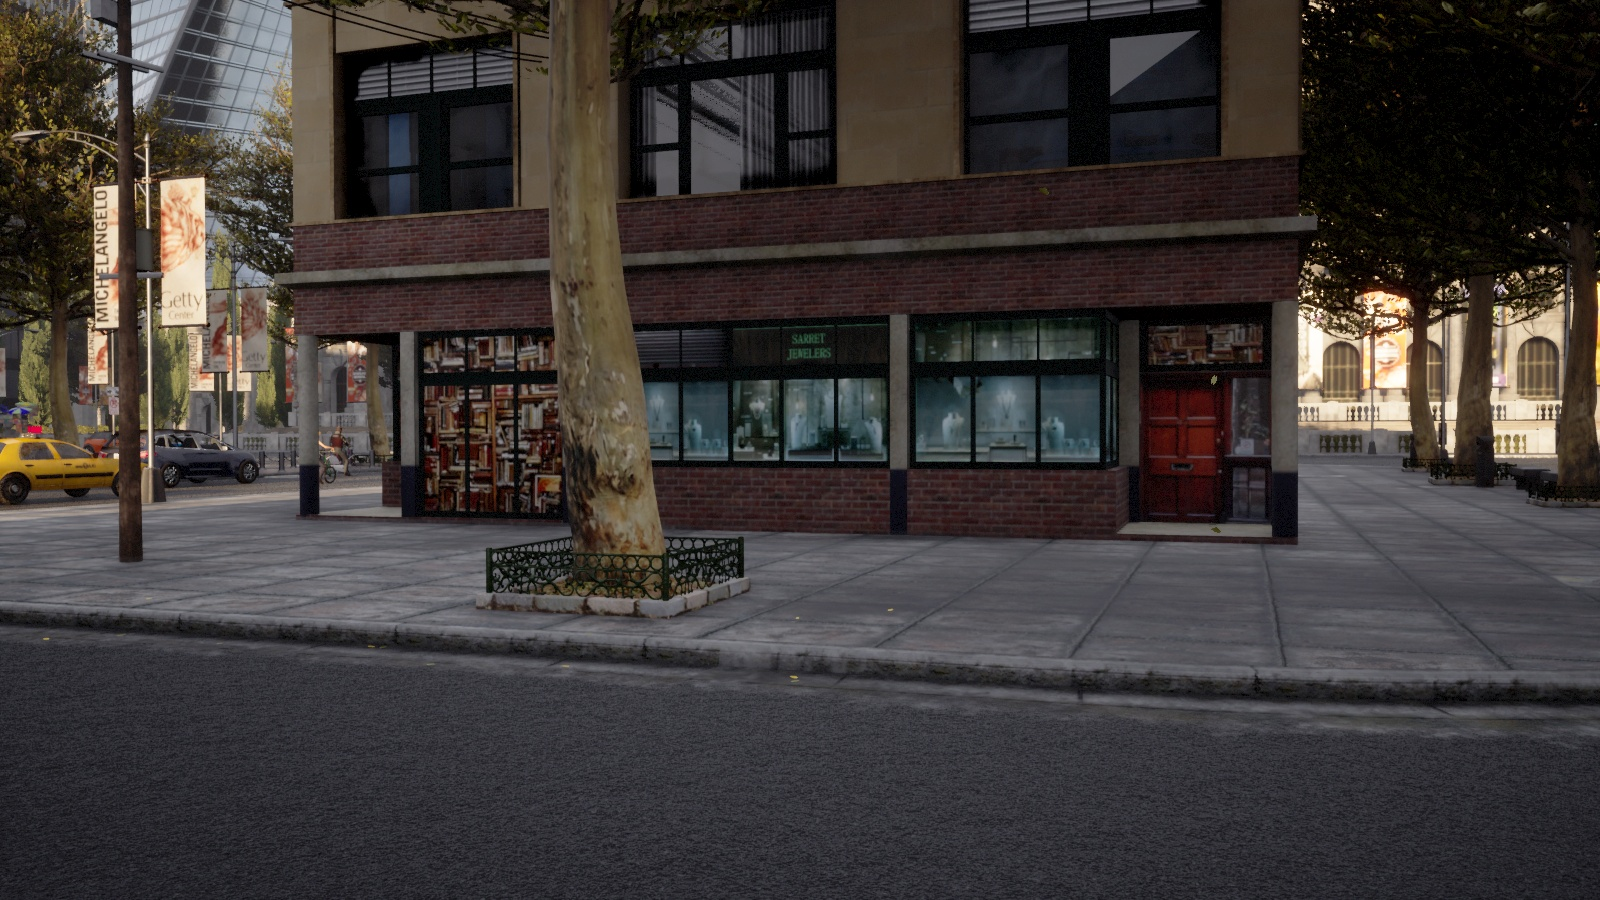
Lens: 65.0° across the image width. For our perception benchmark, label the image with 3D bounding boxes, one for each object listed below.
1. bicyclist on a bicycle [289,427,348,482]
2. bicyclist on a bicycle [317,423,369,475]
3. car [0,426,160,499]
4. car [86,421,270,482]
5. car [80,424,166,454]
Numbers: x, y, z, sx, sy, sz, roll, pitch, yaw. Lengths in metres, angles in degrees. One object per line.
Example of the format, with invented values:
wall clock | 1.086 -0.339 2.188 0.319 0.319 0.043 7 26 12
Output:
bicyclist on a bicycle | -14.367 0.109 37.472 0.866 1.612 1.509 1 1 20
bicyclist on a bicycle | -15.905 -0.063 43.725 0.659 1.776 1.843 1 1 20
car | -17.502 0.241 28.675 1.801 1.575 5.366 1 1 20
car | -18.222 0.009 37.055 2.242 1.667 4.611 1 1 20
car | -41.183 -0.692 76.372 4.553 1.767 2.097 1 1 19
